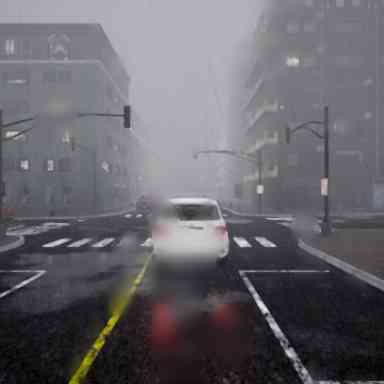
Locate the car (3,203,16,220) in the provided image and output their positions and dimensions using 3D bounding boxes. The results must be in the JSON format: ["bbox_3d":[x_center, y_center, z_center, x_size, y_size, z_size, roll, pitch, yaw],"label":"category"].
[{"bbox_3d":[-16.913,1.616,27.303,4.097,1.590,1.967,-1,1,0],"label":"car"}]

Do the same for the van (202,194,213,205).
[{"bbox_3d":[2.572,1.284,56.118,1.690,1.788,3.998,0,0,0],"label":"van"}]

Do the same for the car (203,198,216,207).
[{"bbox_3d":[2.571,1.532,50.566,1.802,1.307,4.206,0,0,0],"label":"car"}]

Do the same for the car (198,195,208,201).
[{"bbox_3d":[2.573,1.462,78.326,2.008,1.369,4.403,0,0,0],"label":"car"}]

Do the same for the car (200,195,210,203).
[{"bbox_3d":[2.573,1.367,67.221,1.967,1.590,4.097,0,0,0],"label":"car"}]

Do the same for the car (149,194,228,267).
[{"bbox_3d":[-0.103,1.213,11.574,2.150,2.045,5.566,0,0,-2],"label":"car"}]

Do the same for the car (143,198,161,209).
[{"bbox_3d":[-5.310,1.502,45.014,1.887,1.381,4.507,0,0,0],"label":"car"}]

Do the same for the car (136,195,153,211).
[{"bbox_3d":[-5.310,1.279,39.462,2.192,1.841,5.009,0,0,0],"label":"car"}]

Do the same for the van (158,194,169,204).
[{"bbox_3d":[-5.308,1.276,61.670,1.690,1.788,3.998,0,0,0],"label":"van"}]

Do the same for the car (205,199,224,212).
[{"bbox_3d":[2.570,1.530,39.462,1.947,1.339,4.313,0,0,0],"label":"car"}]

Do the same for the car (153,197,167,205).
[{"bbox_3d":[-5.309,1.487,56.118,1.887,1.381,4.507,0,0,0],"label":"car"}]

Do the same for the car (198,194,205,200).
[{"bbox_3d":[2.575,1.428,94.982,1.887,1.381,4.507,0,0,0],"label":"car"}]

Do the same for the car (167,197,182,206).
[{"bbox_3d":[-2.814,1.492,54.709,2.033,1.411,5.357,0,0,0],"label":"car"}]
